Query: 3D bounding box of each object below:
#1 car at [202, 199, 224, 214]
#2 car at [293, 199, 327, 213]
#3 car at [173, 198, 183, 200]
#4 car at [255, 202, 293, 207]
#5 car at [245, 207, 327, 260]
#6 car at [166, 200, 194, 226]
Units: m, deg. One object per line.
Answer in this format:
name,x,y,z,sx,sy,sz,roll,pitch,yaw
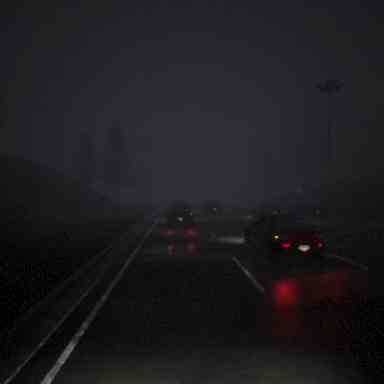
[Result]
car,2.114,1.508,34.969,1.812,1.442,4.674,-1,0,-3
car,9.465,1.365,27.870,1.882,1.535,5.008,-1,0,-3
car,-1.792,1.559,43.272,1.812,1.442,4.674,-1,0,-3
car,6.039,1.495,26.267,1.994,1.385,4.181,-1,0,-3
car,3.215,1.489,12.159,1.812,1.442,4.674,-1,0,-3
car,-0.839,1.543,23.534,1.812,1.442,4.674,-1,0,-3
